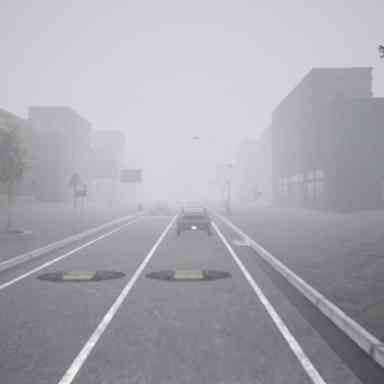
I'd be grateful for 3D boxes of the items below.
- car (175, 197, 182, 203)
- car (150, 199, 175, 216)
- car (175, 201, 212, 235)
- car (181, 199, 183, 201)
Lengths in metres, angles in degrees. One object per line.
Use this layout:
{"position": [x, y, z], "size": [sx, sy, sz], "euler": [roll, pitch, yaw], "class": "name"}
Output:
{"position": [-3.002, 1.768, 74.145], "size": [2.033, 1.411, 5.357], "euler": [0, 1, 0], "class": "car"}
{"position": [-3.094, 1.673, 33.594], "size": [1.994, 1.385, 4.181], "euler": [0, -1, 0], "class": "car"}
{"position": [0.096, 1.510, 18.858], "size": [1.837, 1.490, 4.892], "euler": [0, 0, 0], "class": "car"}
{"position": [0.099, 1.718, 37.332], "size": [2.033, 1.411, 5.357], "euler": [0, -1, 0], "class": "car"}
